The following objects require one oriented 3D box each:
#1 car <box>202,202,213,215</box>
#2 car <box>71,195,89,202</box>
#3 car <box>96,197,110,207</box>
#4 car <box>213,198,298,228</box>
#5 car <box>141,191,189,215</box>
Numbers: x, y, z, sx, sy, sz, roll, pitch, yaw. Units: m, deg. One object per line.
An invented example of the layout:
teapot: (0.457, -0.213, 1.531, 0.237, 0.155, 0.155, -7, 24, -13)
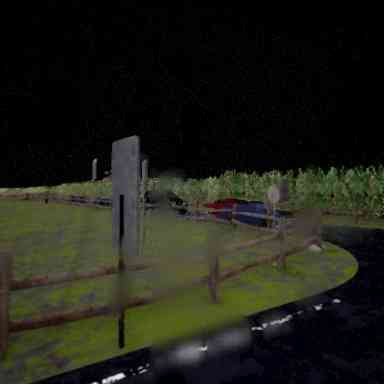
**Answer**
car: (2.799, 1.238, 27.323, 1.882, 1.535, 5.008, 1, 0, -35)
car: (-20.215, 1.121, 59.923, 1.895, 1.301, 4.718, 1, 0, -36)
car: (-10.019, 1.219, 40.371, 1.895, 1.301, 4.718, 1, 0, -35)
car: (3.911, 1.322, 20.479, 2.033, 1.411, 5.357, 1, 0, -33)
car: (-2.540, 0.919, 29.753, 2.150, 2.045, 5.566, 1, 0, -35)
